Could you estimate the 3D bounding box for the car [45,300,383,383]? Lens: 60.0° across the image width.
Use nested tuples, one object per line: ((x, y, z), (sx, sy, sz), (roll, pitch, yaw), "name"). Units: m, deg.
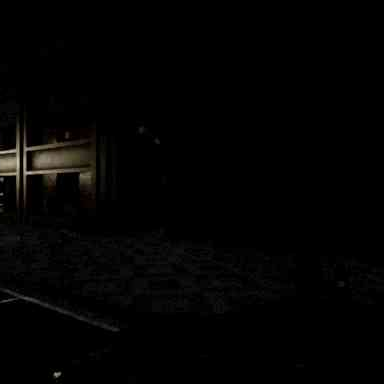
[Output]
((0.717, 1.563, 2.453), (4.313, 1.339, 1.947), (0, 0, 35), "car")
